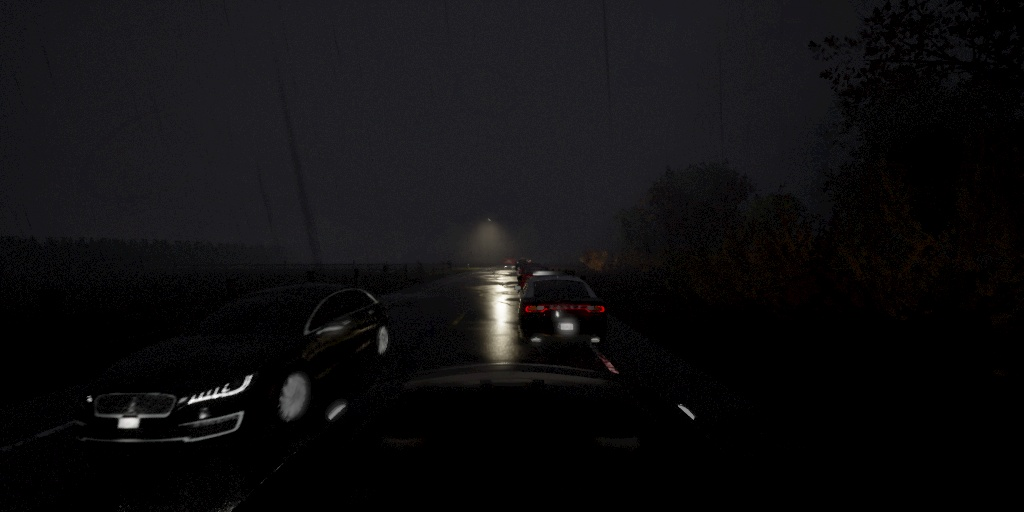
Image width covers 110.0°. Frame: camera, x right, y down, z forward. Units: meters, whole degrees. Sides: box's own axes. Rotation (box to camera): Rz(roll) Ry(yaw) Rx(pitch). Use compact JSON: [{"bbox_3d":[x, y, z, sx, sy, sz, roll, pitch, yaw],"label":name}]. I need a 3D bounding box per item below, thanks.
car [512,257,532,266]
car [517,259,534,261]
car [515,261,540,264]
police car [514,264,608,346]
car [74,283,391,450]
[{"bbox_3d":[1.444,1.228,49.164,1.837,1.490,4.892,0,0,4],"label":"car"},{"bbox_3d":[1.421,1.219,25.410,1.882,1.535,5.008,0,0,2],"label":"car"},{"bbox_3d":[1.265,1.222,19.432,1.882,1.535,5.008,0,0,1],"label":"car"},{"bbox_3d":[1.098,1.173,9.576,1.930,1.638,5.238,0,0,1],"label":"police car"},{"bbox_3d":[-3.451,1.253,5.674,1.837,1.490,4.892,0,0,0],"label":"car"}]
